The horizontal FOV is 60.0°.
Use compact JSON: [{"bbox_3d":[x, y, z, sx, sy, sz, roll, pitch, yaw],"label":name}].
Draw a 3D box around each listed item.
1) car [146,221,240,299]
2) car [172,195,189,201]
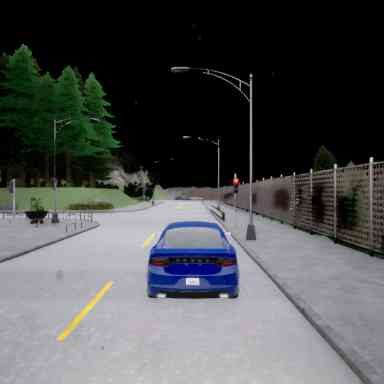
[{"bbox_3d":[0.034,1.478,8.519,1.882,1.535,5.008,0,0,0],"label":"car"},{"bbox_3d":[-2.966,1.540,87.117,2.033,1.411,5.357,0,0,-40],"label":"car"}]
